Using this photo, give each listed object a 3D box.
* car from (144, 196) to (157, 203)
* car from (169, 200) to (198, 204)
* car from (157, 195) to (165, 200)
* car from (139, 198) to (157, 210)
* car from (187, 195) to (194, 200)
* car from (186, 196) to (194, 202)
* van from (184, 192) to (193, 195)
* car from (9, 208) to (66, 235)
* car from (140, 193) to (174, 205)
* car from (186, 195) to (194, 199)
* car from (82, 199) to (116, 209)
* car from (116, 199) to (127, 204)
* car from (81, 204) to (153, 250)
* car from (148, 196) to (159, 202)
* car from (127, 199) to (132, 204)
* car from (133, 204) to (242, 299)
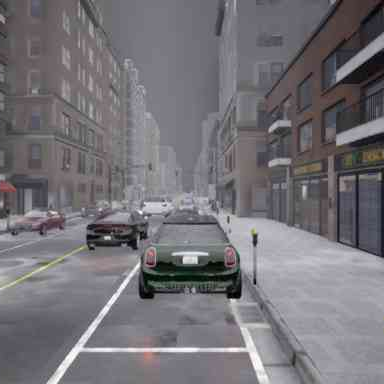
[{"bbox_3d":[-8.408,1.548,67.693,2.008,1.369,4.403,0,0,0],"label":"car"},{"bbox_3d":[-0.383,1.550,24.063,2.008,1.369,4.403,0,0,0],"label":"car"},{"bbox_3d":[-8.408,1.518,90.251,1.752,1.417,4.829,0,0,0],"label":"car"},{"bbox_3d":[-5.770,1.560,44.356,1.812,1.442,4.674,0,0,0],"label":"car"},{"bbox_3d":[-0.383,1.575,90.427,1.802,1.307,4.206,0,0,0],"label":"car"},{"bbox_3d":[-0.383,1.579,79.064,1.802,1.307,4.206,0,0,0],"label":"car"},{"bbox_3d":[-0.383,1.339,67.702,1.690,1.788,3.998,0,0,0],"label":"van"},{"bbox_3d":[-8.408,1.581,18.538,1.802,1.307,4.206,0,0,0],"label":"car"},{"bbox_3d":[-3.020,1.258,29.386,2.150,2.045,5.566,0,0,0],"label":"car"},{"bbox_3d":[-0.383,1.439,35.101,1.967,1.590,4.097,0,0,0],"label":"car"},{"bbox_3d":[-8.408,1.439,29.575,1.967,1.590,4.097,0,0,0],"label":"car"},{"bbox_3d":[-8.408,1.525,34.923,1.752,1.417,4.829,0,0,0],"label":"car"},{"bbox_3d":[-3.020,1.485,14.356,1.882,1.535,5.008,0,0,0],"label":"car"},{"bbox_3d":[-8.408,1.542,73.374,1.887,1.381,4.507,0,0,0],"label":"car"},{"bbox_3d":[-8.408,1.550,40.611,2.008,1.369,4.403,0,0,0],"label":"car"},{"bbox_3d":[-0.033,1.352,8.620,2.097,1.767,4.553,0,0,0],"label":"car"}]
